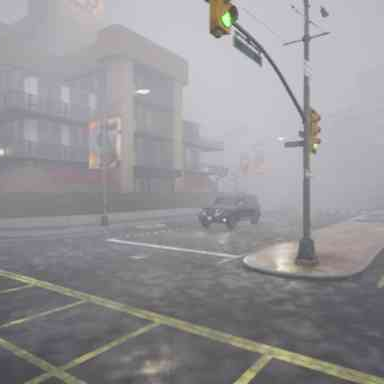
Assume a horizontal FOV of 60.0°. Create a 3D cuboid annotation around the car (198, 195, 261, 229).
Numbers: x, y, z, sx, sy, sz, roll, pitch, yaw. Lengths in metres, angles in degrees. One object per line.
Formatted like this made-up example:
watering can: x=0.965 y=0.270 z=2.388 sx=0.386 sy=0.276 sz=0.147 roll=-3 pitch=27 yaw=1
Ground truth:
car: x=2.667 y=1.228 z=22.234 sx=2.150 sy=2.045 sz=5.566 roll=0 pitch=0 yaw=36
